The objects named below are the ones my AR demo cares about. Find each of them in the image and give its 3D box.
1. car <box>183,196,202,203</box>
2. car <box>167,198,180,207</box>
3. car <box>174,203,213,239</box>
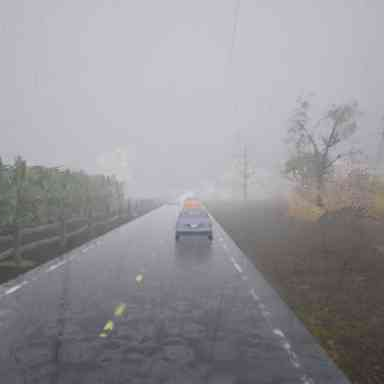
[{"bbox_3d":[0.060,1.330,38.265,2.097,1.767,4.553,0,0,0],"label":"car"},{"bbox_3d":[-2.821,1.561,51.073,1.895,1.301,4.718,0,0,0],"label":"car"},{"bbox_3d":[0.083,1.545,17.339,2.033,1.411,5.357,0,0,0],"label":"car"}]
